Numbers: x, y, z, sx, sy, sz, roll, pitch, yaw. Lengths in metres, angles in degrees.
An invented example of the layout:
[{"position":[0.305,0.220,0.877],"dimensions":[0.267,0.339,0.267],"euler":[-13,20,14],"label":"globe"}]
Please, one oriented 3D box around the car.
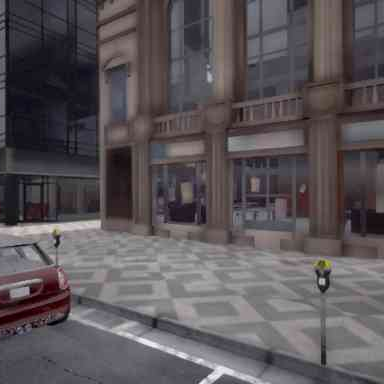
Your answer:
[{"position":[-4.007,1.440,5.826],"dimensions":[4.097,1.590,1.967],"euler":[0,0,36],"label":"car"}]
